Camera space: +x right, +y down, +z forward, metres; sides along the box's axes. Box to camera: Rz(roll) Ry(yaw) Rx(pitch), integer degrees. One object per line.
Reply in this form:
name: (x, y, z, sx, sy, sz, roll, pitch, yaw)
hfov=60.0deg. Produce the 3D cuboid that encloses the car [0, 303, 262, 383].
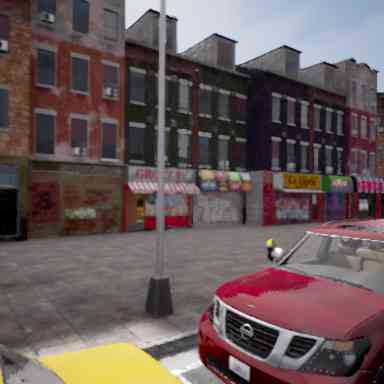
car: (-2.072, 1.516, 1.327, 4.829, 1.417, 1.752, 1, 0, -36)

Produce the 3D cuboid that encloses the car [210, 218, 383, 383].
car: (2.496, 1.358, 4.591, 5.009, 1.841, 2.192, 1, 0, -36)
